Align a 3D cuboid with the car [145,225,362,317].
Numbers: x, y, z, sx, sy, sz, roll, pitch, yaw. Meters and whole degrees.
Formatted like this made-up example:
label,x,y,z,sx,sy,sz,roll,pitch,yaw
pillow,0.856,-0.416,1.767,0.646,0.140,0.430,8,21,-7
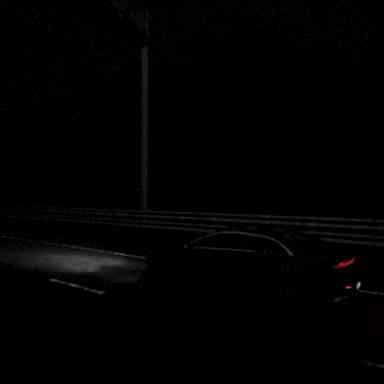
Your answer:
label,x,y,z,sx,sy,sz,roll,pitch,yaw
car,1.082,1.502,7.523,4.902,1.511,2.128,0,0,36
